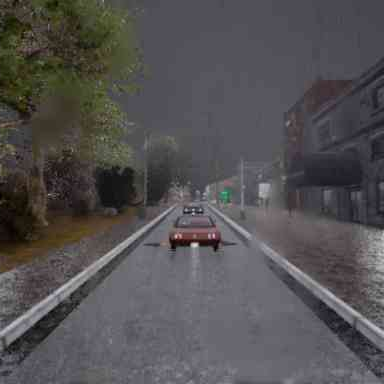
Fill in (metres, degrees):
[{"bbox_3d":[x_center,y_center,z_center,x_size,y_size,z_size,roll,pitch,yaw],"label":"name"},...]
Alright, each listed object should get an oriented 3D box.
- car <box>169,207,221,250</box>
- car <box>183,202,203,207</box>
[{"bbox_3d":[0.108,1.578,14.176,1.895,1.301,4.718,0,1,0],"label":"car"},{"bbox_3d":[0.110,1.611,31.254,1.895,1.301,4.718,0,0,0],"label":"car"}]
